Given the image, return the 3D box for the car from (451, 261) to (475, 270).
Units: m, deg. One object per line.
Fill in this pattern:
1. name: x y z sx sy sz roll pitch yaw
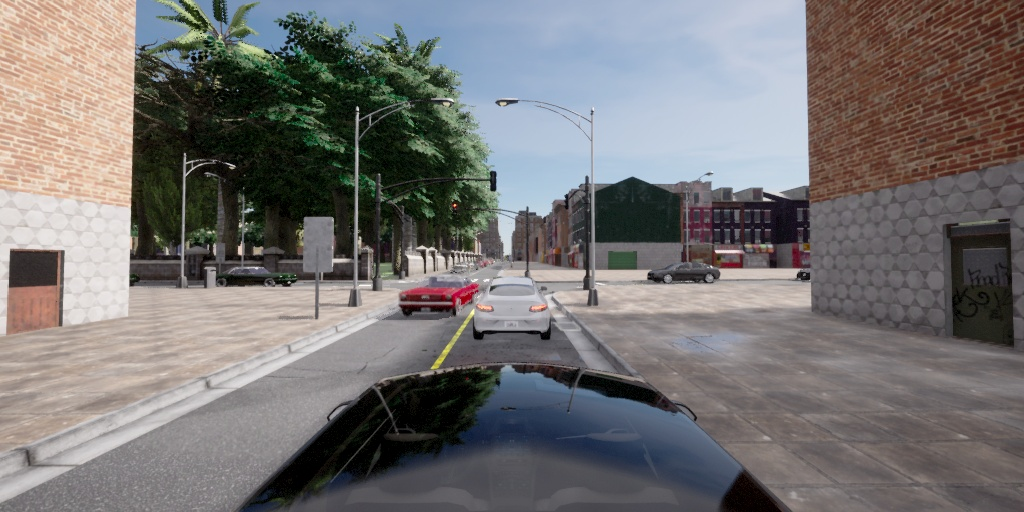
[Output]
1. car: -5.572 1.332 38.917 2.007 1.370 4.403 0 0 -1

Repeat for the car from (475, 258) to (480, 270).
1. car: -5.611 1.344 46.053 2.007 1.370 4.403 0 0 -1

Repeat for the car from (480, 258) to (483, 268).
1. car: -5.662 1.370 51.503 1.948 1.339 4.313 0 0 -1

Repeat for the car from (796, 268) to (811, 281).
1. car: 22.900 1.133 25.678 4.181 1.385 1.994 -1 -1 0

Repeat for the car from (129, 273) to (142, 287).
1. car: -26.318 1.335 22.411 4.718 1.301 1.895 0 -1 0

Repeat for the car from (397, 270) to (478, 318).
1. car: -2.540 1.357 13.301 1.895 1.301 4.718 0 0 4

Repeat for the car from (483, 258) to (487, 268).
1. car: -5.763 1.416 62.402 1.802 1.307 4.207 0 0 -1

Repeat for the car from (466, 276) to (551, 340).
1. car: 0.017 1.279 9.894 1.812 1.442 4.674 0 0 1

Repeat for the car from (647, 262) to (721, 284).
1. car: 12.202 1.192 25.610 4.892 1.490 1.837 -1 -1 0

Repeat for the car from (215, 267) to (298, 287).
1. car: -16.158 1.341 22.474 4.718 1.301 1.895 0 -1 0
